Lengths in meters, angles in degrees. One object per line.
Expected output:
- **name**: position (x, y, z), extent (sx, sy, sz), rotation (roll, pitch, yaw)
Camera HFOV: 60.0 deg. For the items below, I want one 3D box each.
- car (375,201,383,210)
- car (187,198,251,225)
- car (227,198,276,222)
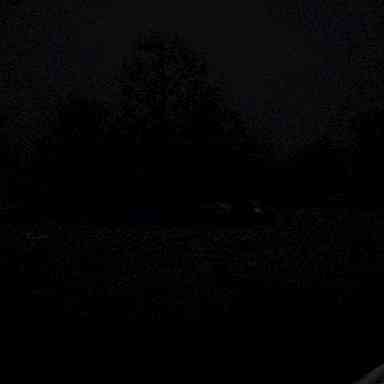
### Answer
- **car**: position (23.972, 1.398, 38.945), extent (2.002, 1.452, 4.674), rotation (0, 0, -35)
- **car**: position (1.513, 1.400, 23.066), extent (2.002, 1.452, 4.674), rotation (0, 0, -36)
- **car**: position (4.062, 1.233, 24.951), extent (2.185, 1.767, 4.553), rotation (0, 0, -35)
